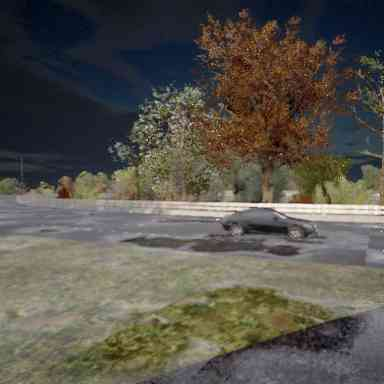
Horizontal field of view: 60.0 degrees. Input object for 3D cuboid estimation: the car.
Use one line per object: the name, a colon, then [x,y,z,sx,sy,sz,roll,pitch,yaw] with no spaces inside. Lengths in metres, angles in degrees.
car: [3.757,1.532,16.597,4.674,1.442,1.812,0,0,26]
